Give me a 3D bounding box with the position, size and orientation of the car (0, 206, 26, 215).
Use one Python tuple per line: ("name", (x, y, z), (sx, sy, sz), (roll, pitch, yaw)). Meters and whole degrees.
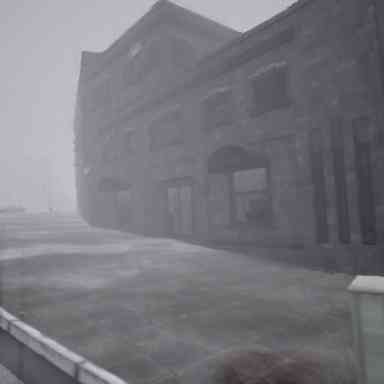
("car", (-27.431, 2.742, 50.859), (1.895, 1.301, 4.718), (-3, -1, 0))
